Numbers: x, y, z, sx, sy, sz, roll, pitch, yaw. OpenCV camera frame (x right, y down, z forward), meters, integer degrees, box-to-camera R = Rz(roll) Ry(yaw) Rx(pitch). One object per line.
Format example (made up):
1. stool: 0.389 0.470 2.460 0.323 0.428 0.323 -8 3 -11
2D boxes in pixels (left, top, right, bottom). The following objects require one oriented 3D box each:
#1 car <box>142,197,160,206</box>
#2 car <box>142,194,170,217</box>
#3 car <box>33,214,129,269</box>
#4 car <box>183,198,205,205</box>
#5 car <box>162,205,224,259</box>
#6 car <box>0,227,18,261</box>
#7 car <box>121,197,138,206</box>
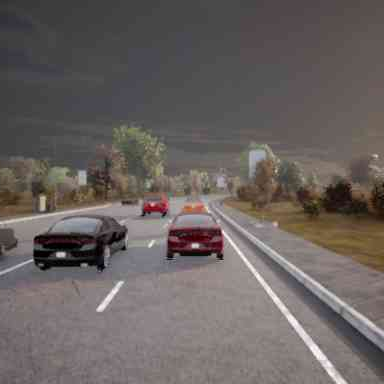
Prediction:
1. car: -6.519 1.481 53.279 2.033 1.411 5.357 0 0 3
2. car: -3.345 1.184 31.262 2.150 2.045 5.566 0 0 1
3. car: -3.399 1.464 11.101 1.882 1.535 5.008 0 0 0
4. car: 0.164 1.311 32.149 2.097 1.767 4.553 0 0 1
5. car: 0.101 1.462 12.561 1.882 1.535 5.008 0 0 0
6. car: -7.005 1.536 9.296 2.033 1.411 5.357 0 0 0
7. car: -10.015 1.534 53.357 1.895 1.301 4.718 0 0 3
